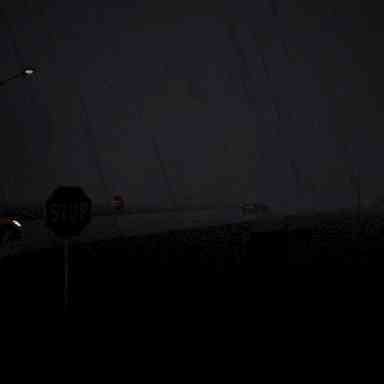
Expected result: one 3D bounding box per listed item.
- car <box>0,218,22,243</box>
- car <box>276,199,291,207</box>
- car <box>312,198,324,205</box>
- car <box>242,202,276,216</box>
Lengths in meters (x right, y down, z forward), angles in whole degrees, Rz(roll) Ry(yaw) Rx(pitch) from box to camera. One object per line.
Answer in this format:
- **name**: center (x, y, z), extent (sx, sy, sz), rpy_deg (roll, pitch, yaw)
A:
- **car**: center (-10.195, 1.458, 14.993), extent (2.097, 1.767, 4.553), rpy_deg (0, -1, 36)
- **car**: center (17.966, 2.086, 65.963), extent (2.097, 1.767, 4.553), rpy_deg (1, 0, 36)
- **car**: center (32.777, 2.378, 86.486), extent (2.097, 1.767, 4.553), rpy_deg (1, 0, 36)
- **car**: center (7.738, 1.990, 39.830), extent (2.128, 1.511, 4.902), rpy_deg (1, 0, 36)
